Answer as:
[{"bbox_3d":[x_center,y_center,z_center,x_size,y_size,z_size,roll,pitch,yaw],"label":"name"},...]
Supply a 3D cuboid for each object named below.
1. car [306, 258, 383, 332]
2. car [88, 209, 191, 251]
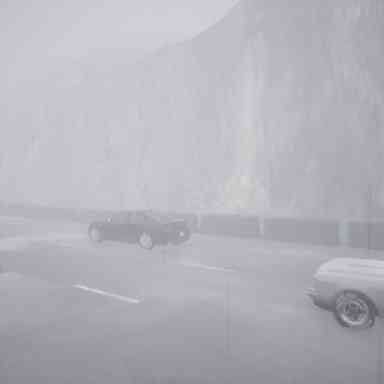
[{"bbox_3d":[4.350,1.600,5.187,4.718,1.301,1.895,0,0,36],"label":"car"},{"bbox_3d":[-2.396,1.483,14.302,5.008,1.535,1.882,0,0,36],"label":"car"}]
